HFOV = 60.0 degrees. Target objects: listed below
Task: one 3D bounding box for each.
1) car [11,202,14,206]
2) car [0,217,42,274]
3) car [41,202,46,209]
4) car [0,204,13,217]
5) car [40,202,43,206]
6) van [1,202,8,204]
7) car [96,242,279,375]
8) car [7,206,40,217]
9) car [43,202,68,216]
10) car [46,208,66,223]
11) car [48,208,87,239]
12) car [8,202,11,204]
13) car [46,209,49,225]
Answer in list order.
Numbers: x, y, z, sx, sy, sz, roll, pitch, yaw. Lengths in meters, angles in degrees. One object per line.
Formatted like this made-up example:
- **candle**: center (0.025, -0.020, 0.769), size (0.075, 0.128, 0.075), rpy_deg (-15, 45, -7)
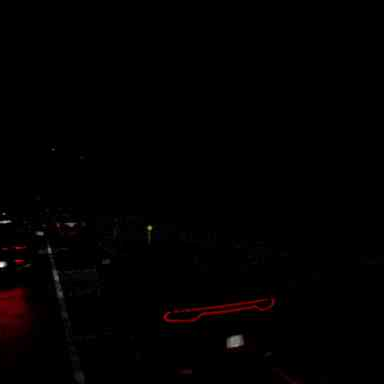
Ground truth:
- **car**: center (-41.651, 3.171, 73.872), size (2.192, 1.841, 5.009), rpy_deg (1, -2, -25)
- **car**: center (-6.238, 1.797, 11.313), size (1.837, 1.490, 4.892), rpy_deg (2, -2, -25)
- **car**: center (-22.084, 2.829, 51.881), size (1.967, 1.590, 4.097), rpy_deg (1, -2, -25)
- **car**: center (-21.979, 2.421, 37.891), size (1.882, 1.535, 5.008), rpy_deg (2, -2, -24)
- **car**: center (-33.919, 3.649, 77.445), size (1.802, 1.307, 4.206), rpy_deg (1, -2, -25)
- **van**: center (-36.917, 2.925, 63.644), size (1.690, 1.788, 3.998), rpy_deg (1, -2, -25)
- **car**: center (-0.525, 1.679, 6.205), size (1.882, 1.535, 5.008), rpy_deg (2, -2, -25)
- **car**: center (-13.451, 2.177, 26.899), size (1.882, 1.535, 5.008), rpy_deg (2, -2, -25)
- **car**: center (-12.615, 2.170, 31.432), size (2.192, 1.841, 5.009), rpy_deg (1, -2, -25)
- **car**: center (-14.984, 2.533, 36.538), size (1.887, 1.381, 4.507), rpy_deg (1, -2, -25)
- **car**: center (-7.883, 2.028, 21.200), size (1.967, 1.590, 4.097), rpy_deg (1, -2, -25)
- **car**: center (-39.285, 3.160, 68.754), size (1.967, 1.590, 4.097), rpy_deg (1, -2, -25)
- **car**: center (-10.251, 2.287, 26.310), size (1.947, 1.339, 4.313), rpy_deg (1, -2, -25)
